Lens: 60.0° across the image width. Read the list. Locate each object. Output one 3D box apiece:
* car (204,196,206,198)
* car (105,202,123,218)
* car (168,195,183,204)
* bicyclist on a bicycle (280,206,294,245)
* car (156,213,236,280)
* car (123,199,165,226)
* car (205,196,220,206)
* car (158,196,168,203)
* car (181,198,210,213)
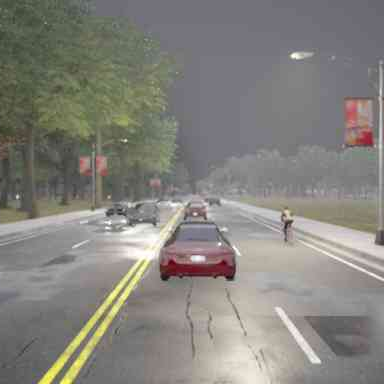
[{"bbox_3d":[3.688,1.543,73.417,1.882,1.535,5.008,0,0,0],"label":"car"},{"bbox_3d":[-6.422,1.593,30.099,1.895,1.301,4.718,0,0,0],"label":"car"},{"bbox_3d":[-2.889,1.387,64.555,2.097,1.767,4.553,0,0,1],"label":"car"},{"bbox_3d":[4.226,1.460,14.777,0.582,1.620,1.656,0,0,0],"label":"bicyclist on a bicycle"},{"bbox_3d":[0.154,1.564,9.978,1.994,1.385,4.181,0,0,0],"label":"car"},{"bbox_3d":[-3.215,1.500,23.181,1.837,1.490,4.892,0,0,0],"label":"car"},{"bbox_3d":[3.679,1.540,55.415,1.837,1.490,4.892,0,0,0],"label":"car"},{"bbox_3d":[-6.078,1.492,70.871,1.882,1.535,5.008,0,0,0],"label":"car"},{"bbox_3d":[0.263,1.529,27.869,1.812,1.442,4.674,0,0,0],"label":"car"}]
